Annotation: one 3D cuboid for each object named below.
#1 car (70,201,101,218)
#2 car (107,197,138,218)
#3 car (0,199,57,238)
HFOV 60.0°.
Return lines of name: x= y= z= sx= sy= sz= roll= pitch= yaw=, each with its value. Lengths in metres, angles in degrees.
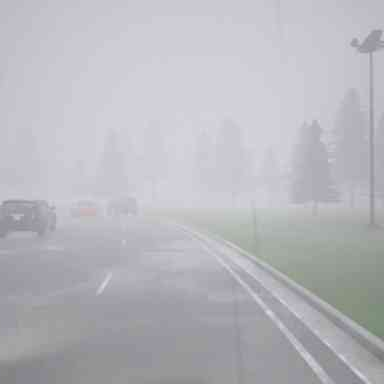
car: x=-11.284 y=1.682 z=34.469 sx=2.097 sy=1.767 sz=4.553 roll=0 pitch=-1 yaw=-28
car: x=-7.394 y=1.553 z=35.205 sx=2.150 sy=2.045 sz=5.566 roll=0 pitch=0 yaw=-27
car: x=-9.327 y=1.414 z=19.201 sx=2.150 sy=2.045 sz=5.566 roll=0 pitch=0 yaw=-13
